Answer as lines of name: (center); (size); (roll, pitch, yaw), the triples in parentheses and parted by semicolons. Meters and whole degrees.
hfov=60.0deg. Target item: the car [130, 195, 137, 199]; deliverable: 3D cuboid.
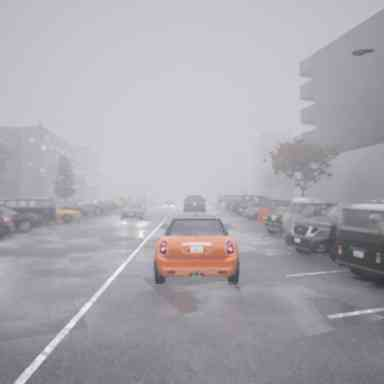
car: (-11.256, 1.542, 51.169); (4.553, 1.767, 2.185); (-1, 0, -20)

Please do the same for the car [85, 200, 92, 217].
car: (-11.210, 1.566, 27.683); (5.008, 1.535, 2.097); (-1, 0, -20)

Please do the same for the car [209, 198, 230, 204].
car: (6.671, 2.249, 80.839); (4.792, 1.488, 2.163); (1, -2, -19)

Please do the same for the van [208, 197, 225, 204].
van: (6.614, 2.279, 89.770); (4.442, 1.987, 1.878); (1, -3, -19)

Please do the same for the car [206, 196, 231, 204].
car: (6.650, 2.056, 83.809); (5.566, 2.045, 2.435); (1, -2, -19)

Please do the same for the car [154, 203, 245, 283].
car: (0.128, 1.383, 9.939); (2.097, 1.767, 4.553); (0, 0, 0)

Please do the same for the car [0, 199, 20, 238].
car: (-11.074, 1.400, 15.925); (4.553, 1.767, 2.185); (-1, 0, -21)

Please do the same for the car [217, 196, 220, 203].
car: (6.367, 1.623, 41.858); (5.366, 1.575, 1.946); (1, 0, -20)

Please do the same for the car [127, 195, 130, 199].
car: (-11.250, 1.504, 45.303); (4.553, 1.767, 2.185); (-1, 0, -20)

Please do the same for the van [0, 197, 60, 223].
van: (-11.271, 1.322, 21.769); (4.442, 1.987, 1.878); (-1, 0, -20)

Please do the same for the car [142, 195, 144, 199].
car: (-11.288, 1.730, 57.030); (5.008, 1.535, 2.097); (-1, -1, -20)

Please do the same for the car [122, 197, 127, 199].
car: (-11.265, 1.617, 42.360); (5.008, 1.535, 2.097); (-1, 0, -20)

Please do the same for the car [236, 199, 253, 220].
car: (6.450, 1.583, 26.886); (4.892, 1.521, 2.231); (1, 0, -19)

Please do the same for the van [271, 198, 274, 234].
van: (6.088, 1.318, 14.832); (4.442, 1.987, 1.878); (1, 0, -19)

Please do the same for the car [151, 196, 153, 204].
car: (-11.241, 1.926, 68.766); (4.892, 1.521, 2.231); (0, -1, -20)

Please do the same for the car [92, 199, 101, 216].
car: (-11.192, 1.606, 30.629); (4.792, 1.488, 2.163); (-1, 0, -20)

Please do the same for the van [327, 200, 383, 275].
van: (6.168, 1.303, 8.917); (4.442, 1.987, 1.878); (1, 0, -19)

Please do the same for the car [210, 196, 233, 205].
car: (6.571, 1.934, 74.840); (4.553, 1.767, 2.185); (1, -2, -19)

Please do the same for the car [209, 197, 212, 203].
car: (6.364, 1.764, 59.820); (5.366, 1.575, 1.946); (1, -1, -20)

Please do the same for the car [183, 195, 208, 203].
car: (0.260, 1.331, 34.335); (2.150, 2.045, 5.566); (0, 0, 1)

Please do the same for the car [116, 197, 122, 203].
car: (-11.254, 1.608, 39.423); (4.892, 1.521, 2.231); (-1, 0, -20)

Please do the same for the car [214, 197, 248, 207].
car: (6.705, 1.733, 56.955); (5.366, 1.575, 1.946); (1, -1, -20)

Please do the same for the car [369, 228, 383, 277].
car: (5.981, 1.518, 5.879); (5.008, 1.535, 2.097); (1, 0, -19)

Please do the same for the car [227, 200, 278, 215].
car: (6.538, 1.611, 35.925); (4.892, 1.521, 2.231); (1, 0, -20)

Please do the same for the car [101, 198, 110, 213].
car: (-11.245, 1.586, 33.556); (5.008, 1.535, 2.097); (-1, 0, -20)

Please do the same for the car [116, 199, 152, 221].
car: (-4.886, 1.599, 28.696); (1.837, 1.490, 4.892); (0, 0, 0)

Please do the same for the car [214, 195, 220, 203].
car: (6.355, 1.648, 47.851); (5.366, 1.575, 1.946); (1, 0, -20)

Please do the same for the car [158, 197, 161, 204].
car: (-11.127, 2.436, 86.367); (4.674, 1.452, 2.002); (0, -2, -20)

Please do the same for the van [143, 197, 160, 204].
van: (-11.177, 2.390, 92.188); (4.442, 1.987, 1.878); (0, -2, -19)

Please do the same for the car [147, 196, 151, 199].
car: (-11.299, 1.565, 62.887); (5.566, 2.045, 2.435); (-1, -1, -20)

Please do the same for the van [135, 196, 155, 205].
van: (-11.285, 1.990, 80.463); (4.442, 1.987, 1.878); (0, -1, -20)

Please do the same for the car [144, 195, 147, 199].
car: (-11.450, 1.766, 59.903); (5.366, 1.575, 1.946); (-1, -1, -20)

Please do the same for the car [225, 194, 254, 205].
car: (6.548, 1.350, 32.922); (5.566, 2.045, 2.435); (1, 0, -19)

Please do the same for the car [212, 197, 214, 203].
car: (6.555, 1.423, 50.921); (5.566, 2.045, 2.435); (1, -1, -20)

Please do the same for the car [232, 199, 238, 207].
car: (6.510, 1.621, 29.906); (4.792, 1.488, 2.163); (1, 0, -19)

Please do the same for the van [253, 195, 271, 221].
van: (6.440, 1.340, 20.919); (4.442, 1.987, 1.878); (1, 0, -19)

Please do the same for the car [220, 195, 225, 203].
car: (6.575, 1.368, 38.940); (5.566, 2.045, 2.435); (1, 0, -20)

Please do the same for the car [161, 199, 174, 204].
car: (-4.824, 2.045, 69.778); (1.895, 1.301, 4.718); (0, -1, 0)

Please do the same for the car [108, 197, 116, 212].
car: (-11.246, 1.598, 36.491); (4.892, 1.521, 2.231); (-1, 0, -20)

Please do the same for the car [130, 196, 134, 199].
car: (-11.287, 1.685, 48.235); (4.674, 1.452, 2.002); (-1, -1, -20)

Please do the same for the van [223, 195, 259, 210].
van: (6.646, 1.415, 44.963); (4.442, 1.987, 1.878); (1, -1, -20)

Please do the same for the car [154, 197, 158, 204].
car: (-11.202, 2.133, 77.563); (5.008, 1.535, 2.097); (0, -2, -20)

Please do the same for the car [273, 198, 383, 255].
car: (6.102, 1.285, 11.861); (5.566, 2.045, 2.435); (1, 0, -19)

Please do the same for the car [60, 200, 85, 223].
car: (-11.006, 1.551, 24.812); (5.366, 1.575, 1.946); (-1, 0, -20)

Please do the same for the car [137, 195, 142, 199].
car: (-11.278, 1.694, 54.099); (5.008, 1.535, 2.097); (-1, 0, -20)

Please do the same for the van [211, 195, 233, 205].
van: (6.477, 1.760, 71.812); (4.442, 1.987, 1.878); (1, -1, -20)

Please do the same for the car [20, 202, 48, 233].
car: (-11.138, 1.536, 18.868); (5.008, 1.535, 2.097); (-1, 0, -20)

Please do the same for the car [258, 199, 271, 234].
car: (6.234, 1.429, 17.867); (4.553, 1.767, 2.185); (1, 0, -19)
